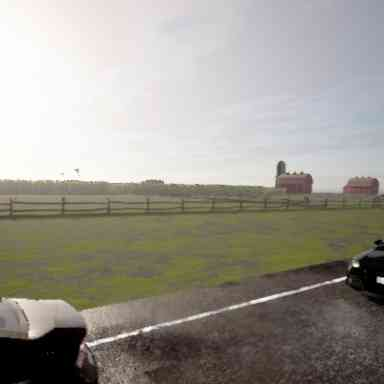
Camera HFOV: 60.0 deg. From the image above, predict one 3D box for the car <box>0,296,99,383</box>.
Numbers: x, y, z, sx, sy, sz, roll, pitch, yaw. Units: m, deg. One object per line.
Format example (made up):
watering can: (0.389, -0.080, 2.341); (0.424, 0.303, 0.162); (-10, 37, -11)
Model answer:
car: (-3.023, 1.478, 1.843); (4.902, 1.511, 2.128); (1, 0, -36)

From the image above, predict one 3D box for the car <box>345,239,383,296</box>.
car: (5.542, 1.656, 7.955); (4.181, 1.385, 1.994); (1, 0, -36)
